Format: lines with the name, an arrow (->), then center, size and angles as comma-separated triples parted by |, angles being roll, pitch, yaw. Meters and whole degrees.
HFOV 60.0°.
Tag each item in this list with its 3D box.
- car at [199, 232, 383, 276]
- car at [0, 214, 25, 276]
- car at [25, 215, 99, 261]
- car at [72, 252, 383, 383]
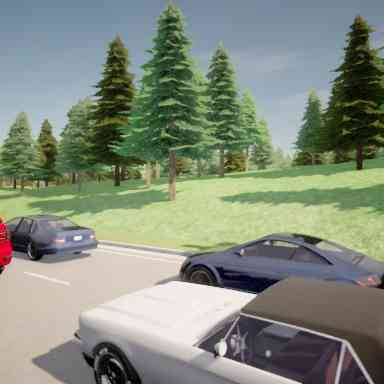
car -> 1.772, 1.566, 7.025 | 4.181, 1.385, 1.994 | 0, 0, 35
car -> -7.048, 1.231, 8.941 | 5.566, 2.045, 2.150 | 0, 0, 36
car -> -5.785, 1.558, 12.344 | 5.357, 1.411, 2.033 | 0, 0, 35
car -> 0.922, 1.602, 3.334 | 4.718, 1.301, 1.895 | 0, 0, 35
